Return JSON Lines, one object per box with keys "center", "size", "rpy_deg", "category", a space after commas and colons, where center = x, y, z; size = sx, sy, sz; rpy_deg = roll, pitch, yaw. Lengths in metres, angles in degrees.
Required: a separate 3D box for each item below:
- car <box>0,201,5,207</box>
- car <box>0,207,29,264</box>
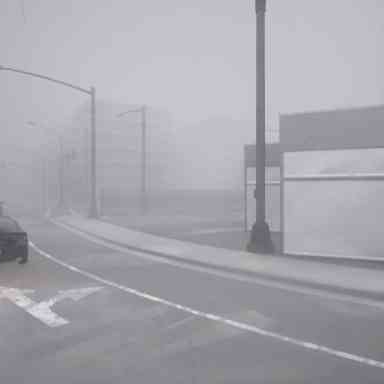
{"center": [-14.341, 1.254, 23.107], "size": [2.150, 2.045, 5.566], "rpy_deg": [0, 0, -31], "category": "car"}
{"center": [-6.826, 1.483, 11.064], "size": [1.882, 1.535, 5.008], "rpy_deg": [0, 0, -37], "category": "car"}
